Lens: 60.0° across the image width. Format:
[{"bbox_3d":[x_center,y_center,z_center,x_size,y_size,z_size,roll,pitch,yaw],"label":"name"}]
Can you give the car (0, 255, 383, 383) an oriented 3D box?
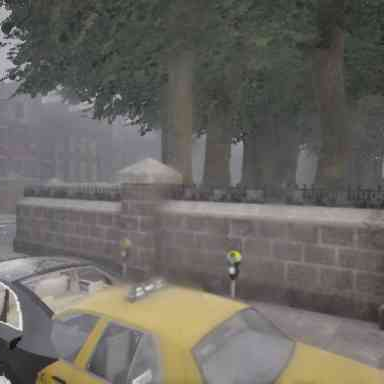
[{"bbox_3d":[-0.632,1.526,3.302,4.829,1.417,1.752,0,1,36],"label":"car"}]
